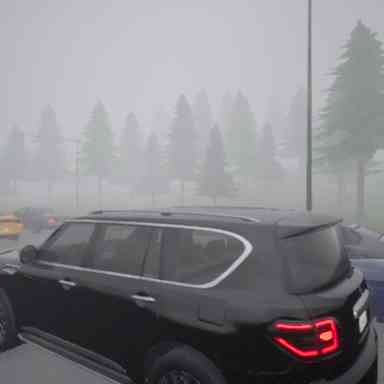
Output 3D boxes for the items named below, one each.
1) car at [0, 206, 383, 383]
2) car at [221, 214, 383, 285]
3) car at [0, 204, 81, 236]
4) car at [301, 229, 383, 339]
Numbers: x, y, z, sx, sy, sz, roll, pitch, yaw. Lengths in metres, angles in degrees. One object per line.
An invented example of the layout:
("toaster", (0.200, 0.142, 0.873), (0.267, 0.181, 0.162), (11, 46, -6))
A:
("car", (-0.692, 1.211, 4.467), (5.566, 2.045, 2.150), (0, 0, 36))
("car", (3.699, 1.542, 9.960), (5.357, 1.411, 2.033), (0, 0, 36))
("car", (-8.874, 1.498, 18.937), (5.357, 1.411, 2.033), (0, 0, 36))
("car", (4.328, 1.529, 5.192), (4.674, 1.442, 1.812), (0, 0, 36))
